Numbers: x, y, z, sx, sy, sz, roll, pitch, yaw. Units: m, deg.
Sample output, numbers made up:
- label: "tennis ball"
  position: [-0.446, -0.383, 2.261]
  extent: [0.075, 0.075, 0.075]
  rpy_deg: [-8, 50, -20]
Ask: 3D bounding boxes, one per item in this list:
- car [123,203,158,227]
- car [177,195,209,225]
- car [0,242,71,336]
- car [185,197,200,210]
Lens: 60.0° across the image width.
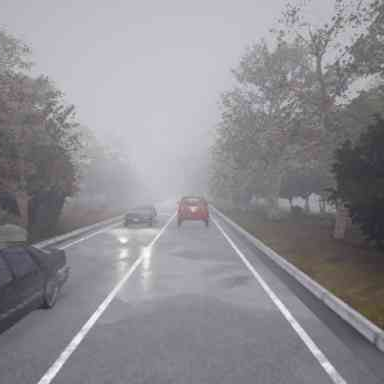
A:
- label: "car"
  position: [-3.493, 1.530, 23.212]
  extent: [1.837, 1.490, 4.892]
  rpy_deg: [0, 0, 0]
- label: "car"
  position: [0.089, 1.248, 24.193]
  extent: [2.150, 2.045, 5.566]
  rpy_deg: [0, 0, 0]
- label: "car"
  position: [-3.597, 1.552, 5.107]
  extent: [2.033, 1.411, 5.357]
  rpy_deg: [0, 0, 0]
- label: "car"
  position: [0.114, 1.503, 44.335]
  extent: [1.882, 1.535, 5.008]
  rpy_deg: [0, 0, 0]
